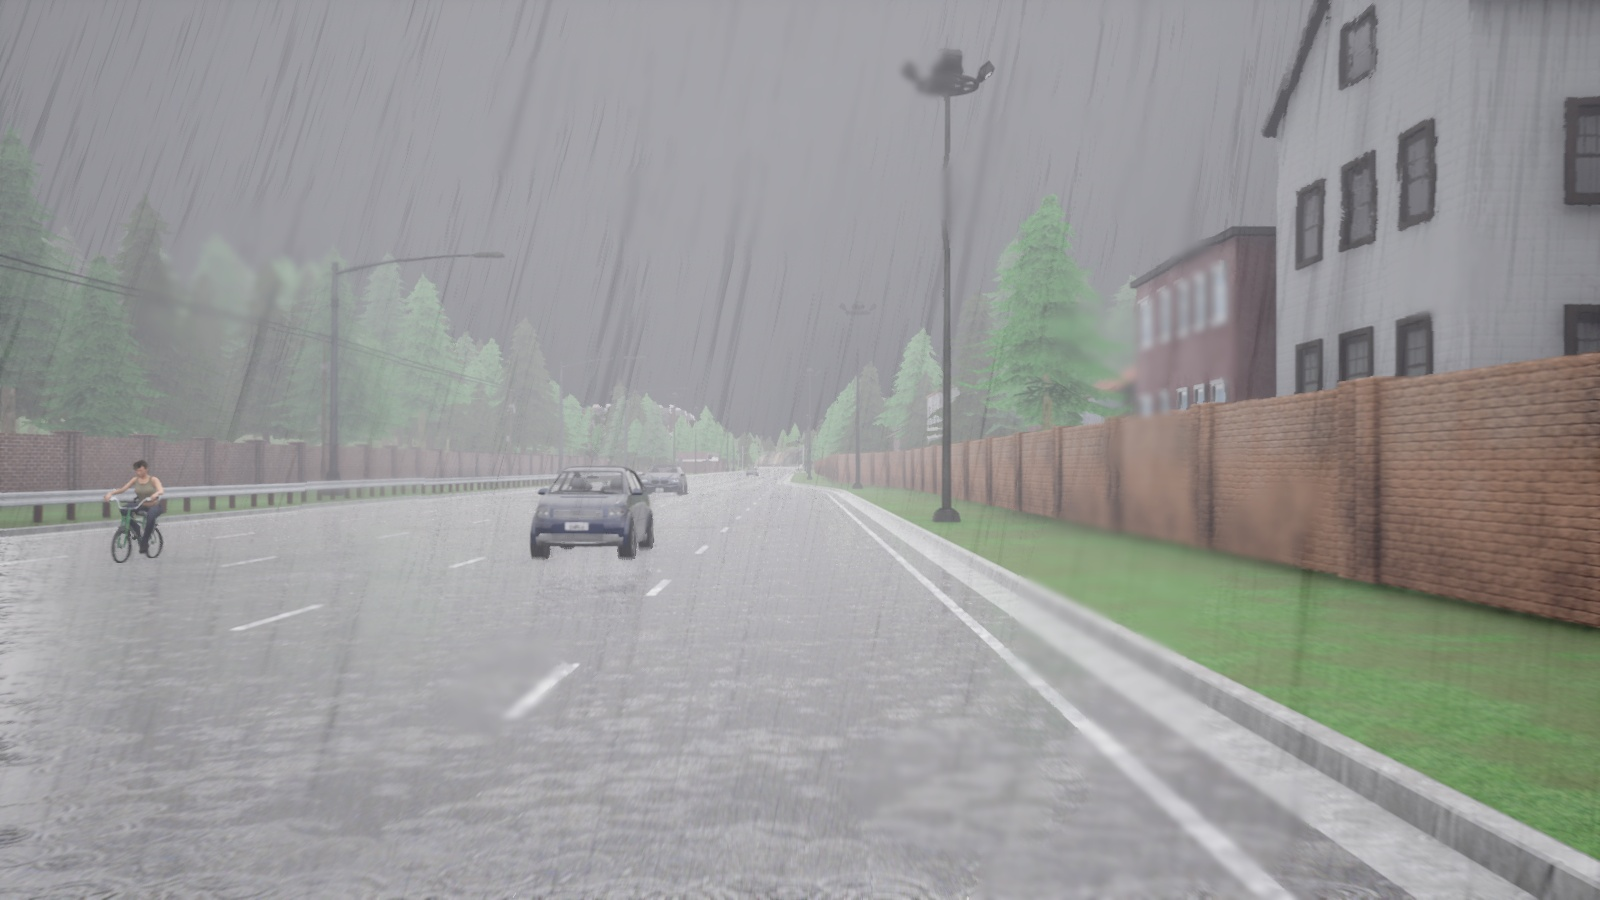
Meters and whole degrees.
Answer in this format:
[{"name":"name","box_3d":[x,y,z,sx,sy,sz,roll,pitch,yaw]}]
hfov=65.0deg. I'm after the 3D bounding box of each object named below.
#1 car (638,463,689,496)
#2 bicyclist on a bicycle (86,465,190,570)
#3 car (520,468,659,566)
[{"name":"car","box_3d":[-7.158,1.542,66.271,2.242,1.667,4.611,0,-1,0]},{"name":"bicyclist on a bicycle","box_3d":[-10.543,1.048,20.061,0.866,1.612,1.509,0,-1,0]},{"name":"car","box_3d":[-3.552,1.084,21.802,1.789,1.549,3.705,0,-1,0]}]
